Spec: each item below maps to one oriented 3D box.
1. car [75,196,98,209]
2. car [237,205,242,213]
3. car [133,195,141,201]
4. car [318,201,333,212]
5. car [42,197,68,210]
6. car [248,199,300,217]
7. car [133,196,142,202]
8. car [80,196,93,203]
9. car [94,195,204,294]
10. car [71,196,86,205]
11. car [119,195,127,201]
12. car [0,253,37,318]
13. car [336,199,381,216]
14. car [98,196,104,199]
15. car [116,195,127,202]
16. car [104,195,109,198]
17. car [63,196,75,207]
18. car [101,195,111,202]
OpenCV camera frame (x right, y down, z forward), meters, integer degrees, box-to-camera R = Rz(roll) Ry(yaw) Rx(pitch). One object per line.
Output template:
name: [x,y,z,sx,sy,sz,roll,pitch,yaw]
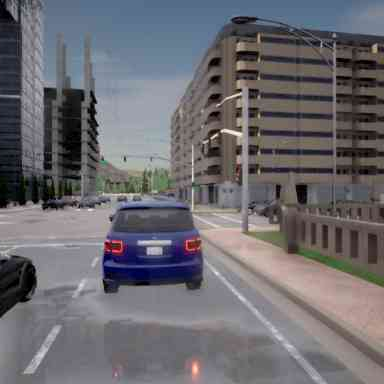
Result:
car: [-14.628,1.504,46.310,1.837,1.490,4.892,0,0,-10]
car: [7.074,1.560,34.442,4.892,1.490,1.837,0,0,-10]
car: [-14.439,1.534,87.245,2.033,1.411,5.357,0,0,-10]
car: [16.149,1.560,36.047,4.892,1.490,1.837,0,0,-10]
car: [-17.443,1.600,41.973,1.895,1.301,4.718,0,0,-10]
car: [8.042,1.407,31.059,4.553,1.767,2.097,0,0,-10]
car: [-12.743,1.547,77.328,1.994,1.385,4.181,0,0,-10]
car: [-22.082,1.551,69.652,1.994,1.385,4.181,0,0,-10]
car: [-1.086,1.222,9.045,2.150,2.045,5.566,0,0,-8]
car: [-20.486,1.525,59.979,1.812,1.442,4.674,0,0,-9]
car: [-17.889,1.547,86.654,1.994,1.385,4.181,0,0,-10]
car: [-4.146,1.564,5.492,1.994,1.385,4.181,0,0,-8]
car: [16.537,1.619,32.557,4.181,1.385,1.994,0,0,-10]
car: [-16.140,1.525,55.208,1.812,1.442,4.674,0,0,-10]
car: [-16.173,1.523,76.623,2.128,1.511,4.902,0,0,-10]
car: [-17.780,1.563,65.116,1.994,1.385,4.181,0,0,-10]
car: [-18.938,1.351,50.743,2.097,1.767,4.553,0,0,-10]
car: [-19.486,1.521,75.234,1.812,1.442,4.674,0,0,-10]
